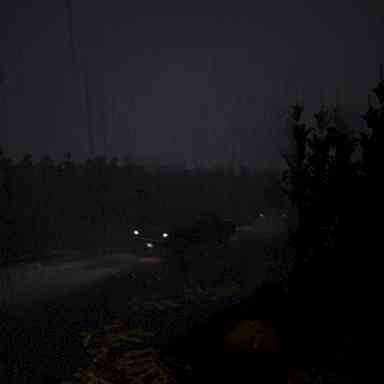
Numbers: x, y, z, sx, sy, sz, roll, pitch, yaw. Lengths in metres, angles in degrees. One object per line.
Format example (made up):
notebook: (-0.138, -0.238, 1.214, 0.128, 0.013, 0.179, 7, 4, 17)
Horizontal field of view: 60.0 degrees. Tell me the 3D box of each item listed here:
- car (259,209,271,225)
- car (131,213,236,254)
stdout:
car: (6.381, 1.313, 21.689, 2.033, 1.411, 5.357, -1, 1, 38)
car: (-0.175, 1.543, 13.497, 1.895, 1.301, 4.718, -1, 0, 38)
